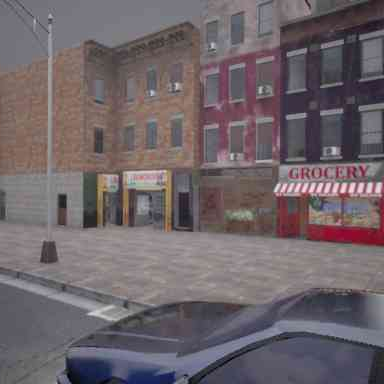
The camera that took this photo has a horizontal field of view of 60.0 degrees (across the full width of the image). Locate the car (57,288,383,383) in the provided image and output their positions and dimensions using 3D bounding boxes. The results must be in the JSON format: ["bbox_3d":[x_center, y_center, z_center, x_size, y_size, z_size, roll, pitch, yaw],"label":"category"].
[{"bbox_3d":[1.288,1.547,2.465,5.357,1.411,2.033,0,0,35],"label":"car"}]
